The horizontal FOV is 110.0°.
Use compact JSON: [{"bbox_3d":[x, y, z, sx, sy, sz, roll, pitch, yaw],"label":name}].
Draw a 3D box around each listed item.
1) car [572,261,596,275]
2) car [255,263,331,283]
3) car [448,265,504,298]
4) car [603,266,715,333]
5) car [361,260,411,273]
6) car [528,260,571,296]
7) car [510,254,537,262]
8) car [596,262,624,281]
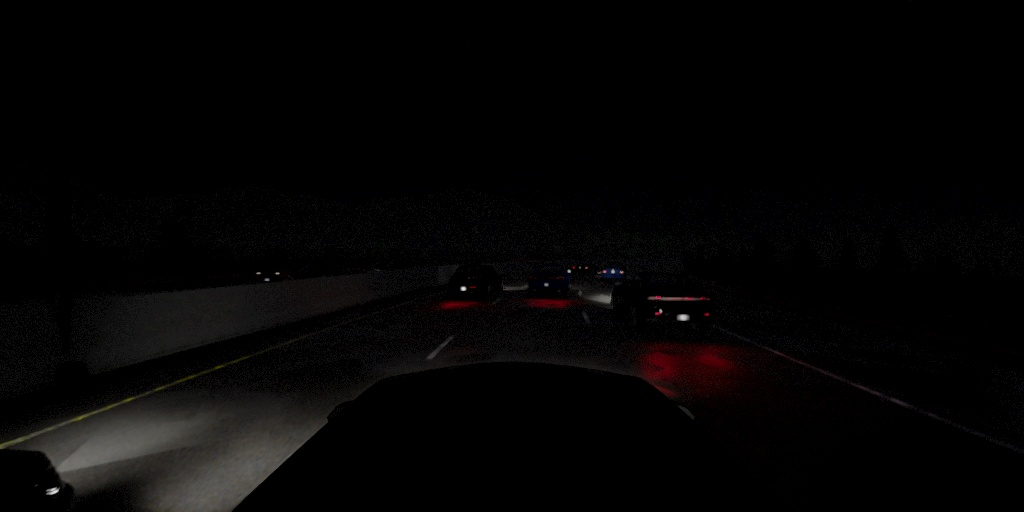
[{"bbox_3d":[7.455,1.160,36.404,2.033,1.411,5.357,0,0,23],"label":"car"},{"bbox_3d":[-14.816,1.158,24.554,1.895,1.301,4.718,0,0,13],"label":"car"},{"bbox_3d":[-1.687,1.164,18.010,1.837,1.490,4.892,0,0,10],"label":"car"},{"bbox_3d":[4.266,1.218,10.799,2.128,1.511,4.902,0,0,6],"label":"car"},{"bbox_3d":[-10.067,1.051,29.034,2.128,1.511,4.902,0,0,16],"label":"car"},{"bbox_3d":[2.030,1.151,18.876,1.882,1.535,5.008,0,0,11],"label":"car"},{"bbox_3d":[1.645,0.744,48.832,2.150,2.045,5.566,0,0,28],"label":"car"},{"bbox_3d":[8.211,1.203,28.639,2.033,1.411,5.357,0,0,19],"label":"car"}]
